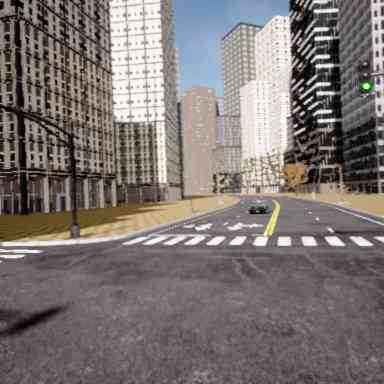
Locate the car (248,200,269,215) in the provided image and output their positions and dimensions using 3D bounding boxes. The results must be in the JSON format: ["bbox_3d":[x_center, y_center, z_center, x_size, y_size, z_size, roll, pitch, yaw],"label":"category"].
[{"bbox_3d":[6.787,1.529,33.764,1.895,1.301,4.718,-2,0,16],"label":"car"}]
